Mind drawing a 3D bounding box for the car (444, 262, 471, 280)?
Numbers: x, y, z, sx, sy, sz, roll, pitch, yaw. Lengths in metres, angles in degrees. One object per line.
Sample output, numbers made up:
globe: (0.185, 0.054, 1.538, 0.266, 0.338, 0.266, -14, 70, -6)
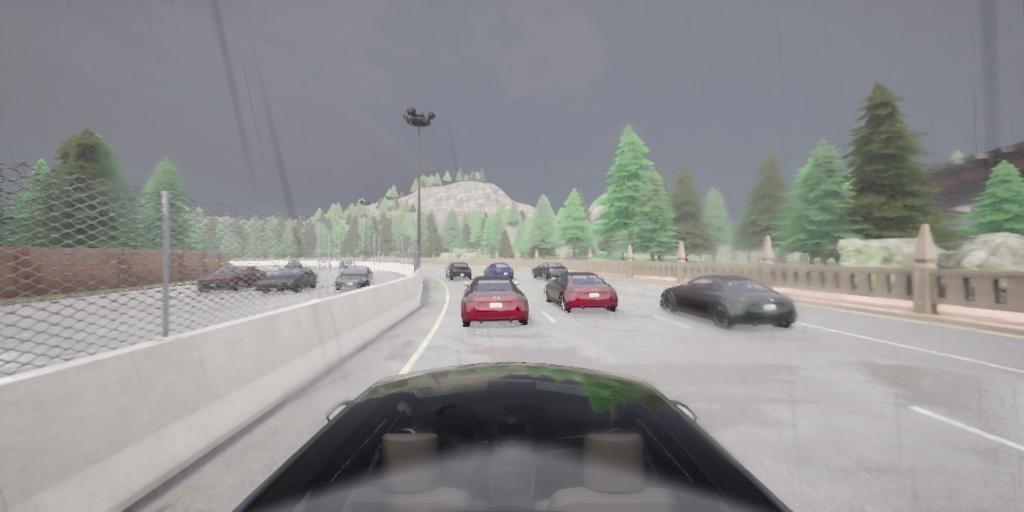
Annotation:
car: (-4.769, 1.294, 31.586, 1.837, 1.490, 4.892, 0, 0, -17)

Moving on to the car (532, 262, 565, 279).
car: (3.064, 1.247, 29.708, 2.128, 1.511, 4.902, 0, 0, -15)

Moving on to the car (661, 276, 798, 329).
car: (6.440, 1.293, 11.202, 1.994, 1.385, 4.181, 0, 0, -5)

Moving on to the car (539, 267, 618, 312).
car: (2.585, 1.311, 14.244, 1.994, 1.385, 4.181, 0, 0, -7)

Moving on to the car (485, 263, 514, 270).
car: (-1.167, 1.300, 31.700, 1.812, 1.442, 4.674, 0, 0, -17)

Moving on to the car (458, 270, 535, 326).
car: (-0.646, 1.323, 11.827, 1.994, 1.385, 4.181, 0, 0, -6)

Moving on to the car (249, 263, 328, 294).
car: (-12.937, 1.364, 21.191, 2.033, 1.411, 5.357, 0, 0, -13)

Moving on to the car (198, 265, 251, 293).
car: (-16.707, 1.310, 21.714, 1.882, 1.535, 5.008, 0, 0, -14)

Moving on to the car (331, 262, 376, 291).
car: (-9.739, 1.330, 22.657, 1.812, 1.442, 4.674, 0, 0, -14)
